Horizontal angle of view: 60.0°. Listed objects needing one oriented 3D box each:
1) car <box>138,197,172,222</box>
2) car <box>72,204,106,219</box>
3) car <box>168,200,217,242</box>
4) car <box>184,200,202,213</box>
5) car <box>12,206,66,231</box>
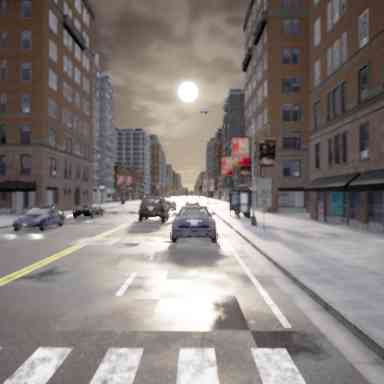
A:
[{"bbox_3d":[-3.158,1.402,28.247,2.150,2.045,5.566,0,0,0],"label":"car"},{"bbox_3d":[-9.763,1.803,31.820,1.895,1.301,4.718,0,0,0],"label":"car"},{"bbox_3d":[0.096,1.460,17.123,2.097,1.767,4.553,0,0,0],"label":"car"},{"bbox_3d":[0.091,1.758,41.561,2.128,1.511,4.902,0,0,0],"label":"car"},{"bbox_3d":[-9.829,1.664,21.829,1.812,1.442,4.674,0,0,0],"label":"car"}]
